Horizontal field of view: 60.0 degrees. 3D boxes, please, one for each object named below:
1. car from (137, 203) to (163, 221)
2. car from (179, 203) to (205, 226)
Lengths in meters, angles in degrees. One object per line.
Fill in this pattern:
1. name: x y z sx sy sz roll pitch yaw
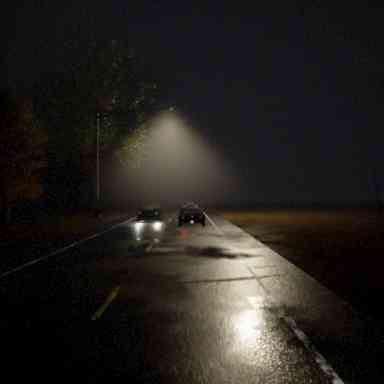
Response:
1. car: -3.669 1.699 29.787 1.882 1.535 5.008 0 -1 -1
2. car: -0.021 1.786 25.084 1.895 1.301 4.718 0 0 -1
